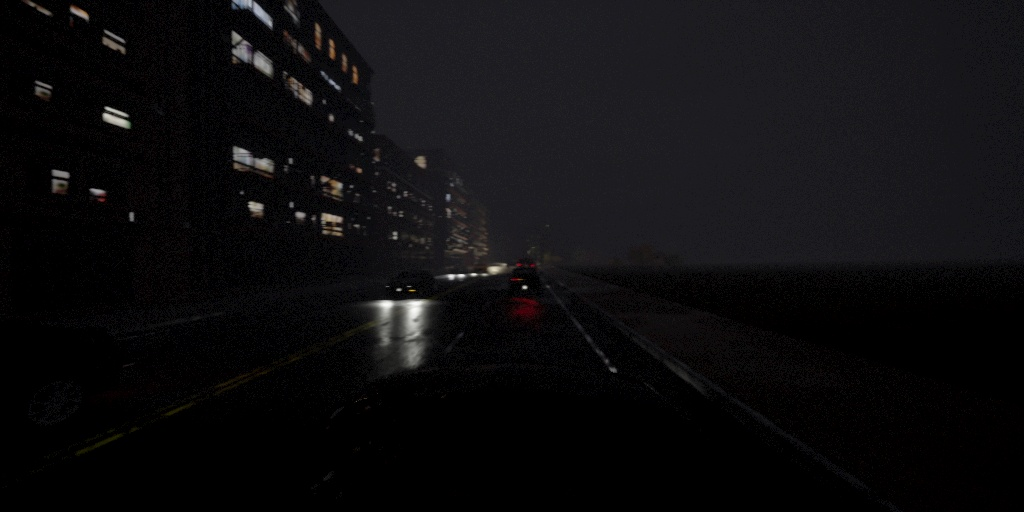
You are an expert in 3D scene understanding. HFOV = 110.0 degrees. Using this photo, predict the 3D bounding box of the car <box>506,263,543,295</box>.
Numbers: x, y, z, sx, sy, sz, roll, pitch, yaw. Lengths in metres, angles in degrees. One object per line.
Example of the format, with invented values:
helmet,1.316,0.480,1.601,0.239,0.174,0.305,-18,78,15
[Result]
car,0.768,1.392,21.274,1.837,1.490,4.892,-2,0,3

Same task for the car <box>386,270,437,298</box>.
car,-5.833,1.572,21.259,1.837,1.490,4.892,-2,-1,3

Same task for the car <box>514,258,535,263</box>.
car,1.700,1.262,44.747,2.150,2.045,5.566,-2,-1,2

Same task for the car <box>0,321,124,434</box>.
car,-6.605,1.443,3.097,1.837,1.490,4.892,-2,0,2

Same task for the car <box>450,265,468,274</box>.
car,-7.866,1.967,53.127,1.895,1.301,4.718,-2,0,3

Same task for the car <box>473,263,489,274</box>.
car,-4.610,1.758,53.416,1.882,1.535,5.008,-2,0,3
